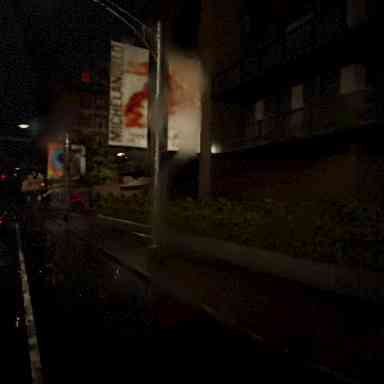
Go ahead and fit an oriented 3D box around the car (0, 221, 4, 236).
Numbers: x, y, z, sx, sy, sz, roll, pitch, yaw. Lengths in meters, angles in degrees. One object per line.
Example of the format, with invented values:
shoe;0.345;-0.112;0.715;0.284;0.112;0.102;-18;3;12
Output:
car;-6.043;1.652;8.430;1.994;1.385;4.181;2;-2;-28

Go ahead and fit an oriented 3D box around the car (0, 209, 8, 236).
car;-12.223;1.585;19.797;2.097;1.767;4.553;2;-1;-28
